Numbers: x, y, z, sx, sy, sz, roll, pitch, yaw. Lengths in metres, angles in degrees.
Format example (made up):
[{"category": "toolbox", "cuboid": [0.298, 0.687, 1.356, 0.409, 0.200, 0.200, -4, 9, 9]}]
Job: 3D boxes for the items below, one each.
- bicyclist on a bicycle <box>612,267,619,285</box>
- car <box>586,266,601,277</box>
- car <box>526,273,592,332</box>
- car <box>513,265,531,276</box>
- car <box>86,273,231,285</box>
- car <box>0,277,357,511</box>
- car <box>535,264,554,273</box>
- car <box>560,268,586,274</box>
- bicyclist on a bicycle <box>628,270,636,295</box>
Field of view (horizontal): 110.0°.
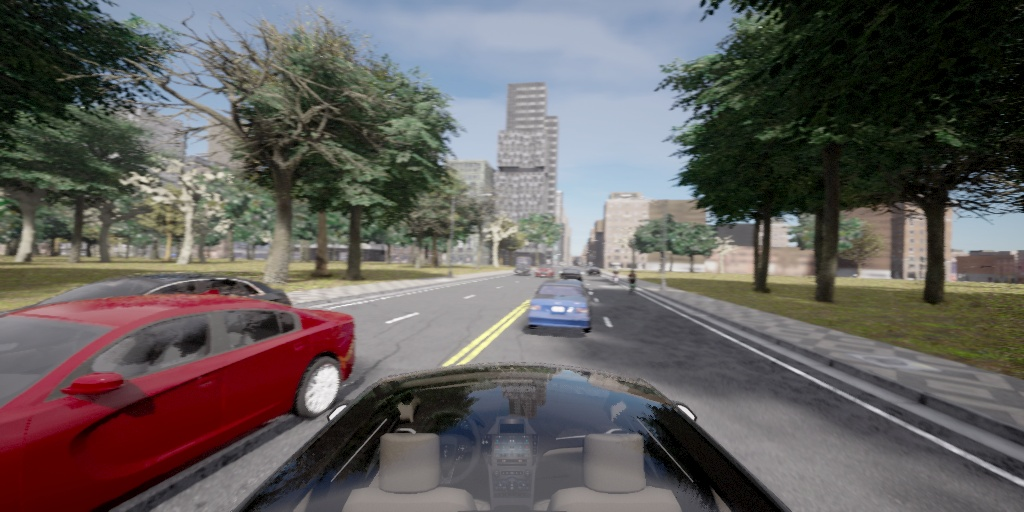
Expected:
[{"category": "bicyclist on a bicycle", "cuboid": [9.678, 1.883, 33.486, 0.659, 1.776, 1.843, 2, -1, 10]}, {"category": "car", "cuboid": [13.304, 2.469, 58.021, 1.882, 1.535, 5.008, 2, -1, 10]}, {"category": "car", "cuboid": [1.642, 1.477, 11.801, 2.033, 1.411, 5.357, 2, -1, 10]}, {"category": "car", "cuboid": [1.406, 1.895, 48.060, 1.837, 1.490, 4.892, 2, -1, 10]}, {"category": "car", "cuboid": [-6.180, 1.067, 6.174, 1.837, 1.490, 4.892, 2, -1, 10]}, {"category": "car", "cuboid": [-3.436, 1.110, 3.089, 1.882, 1.535, 5.008, 2, -1, 10]}, {"category": "car", "cuboid": [4.168, 1.808, 45.065, 2.097, 1.767, 4.553, 2, -1, 10]}, {"category": "car", "cuboid": [5.147, 1.784, 31.165, 1.882, 1.535, 5.008, 2, -1, 10]}, {"category": "bicyclist on a bicycle", "cuboid": [7.858, 1.764, 23.446, 0.582, 1.620, 1.656, 2, -1, 10]}]
